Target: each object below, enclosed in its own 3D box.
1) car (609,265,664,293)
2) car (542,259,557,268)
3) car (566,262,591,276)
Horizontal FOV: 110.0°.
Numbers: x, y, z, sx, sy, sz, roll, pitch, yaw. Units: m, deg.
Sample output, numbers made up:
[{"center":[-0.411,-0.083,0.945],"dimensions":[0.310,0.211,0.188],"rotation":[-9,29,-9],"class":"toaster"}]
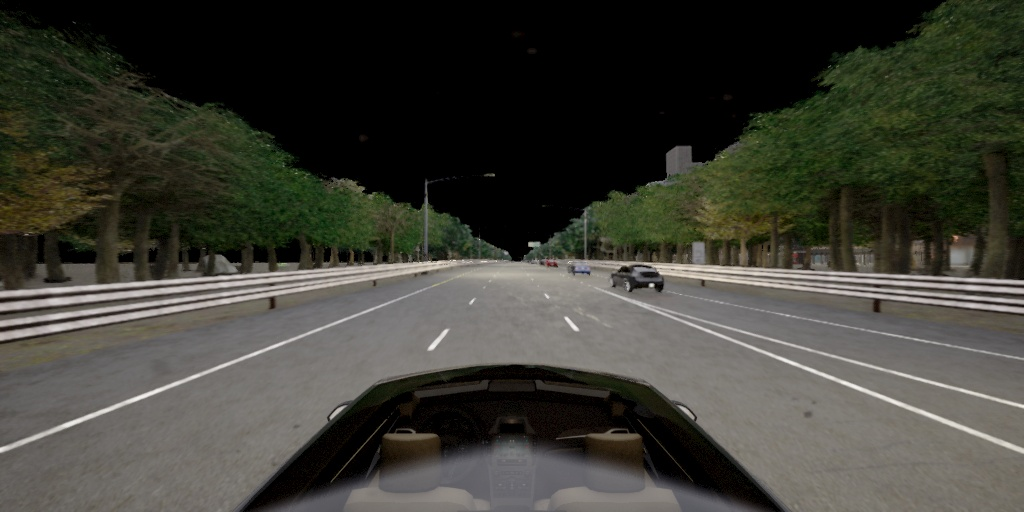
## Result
[{"center":[7.097,1.259,20.810],"dimensions":[1.837,1.490,4.892],"rotation":[0,0,-2],"class":"car"},{"center":[7.068,1.339,65.092],"dimensions":[1.882,1.535,5.008],"rotation":[0,0,0],"class":"car"},{"center":[6.991,1.306,37.934],"dimensions":[2.033,1.411,5.357],"rotation":[0,0,0],"class":"car"}]
